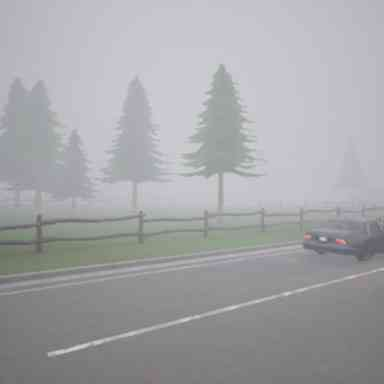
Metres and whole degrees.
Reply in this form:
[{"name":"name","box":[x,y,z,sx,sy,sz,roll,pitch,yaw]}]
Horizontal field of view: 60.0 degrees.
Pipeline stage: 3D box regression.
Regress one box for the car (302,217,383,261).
[{"name":"car","box":[6.530,1.682,12.809,5.357,1.411,2.033,1,0,-35]}]
